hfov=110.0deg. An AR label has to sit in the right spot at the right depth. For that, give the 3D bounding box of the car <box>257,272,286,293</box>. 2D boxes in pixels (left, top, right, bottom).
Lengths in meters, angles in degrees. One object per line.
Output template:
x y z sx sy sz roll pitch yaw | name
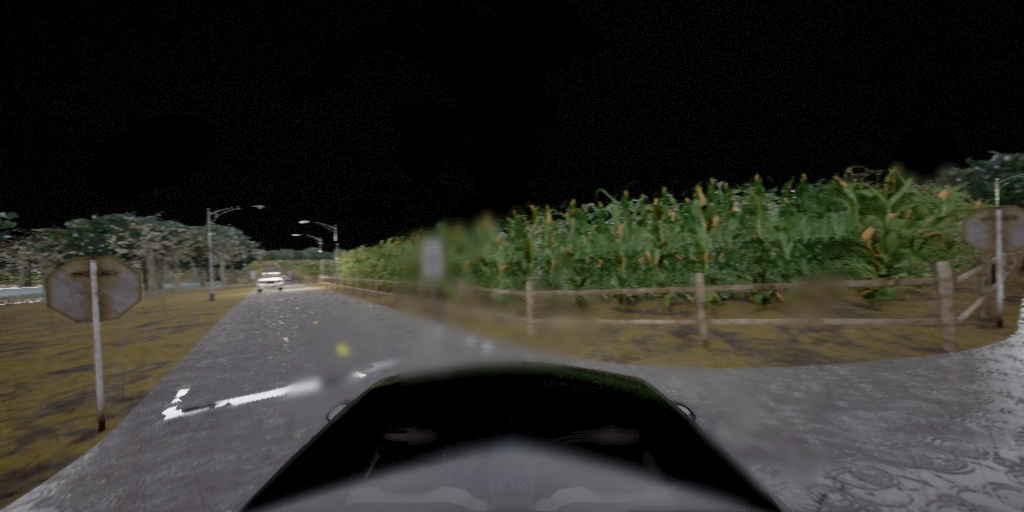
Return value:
-26.515 2.831 39.362 2.150 2.045 5.566 -3 -1 -34 | car
